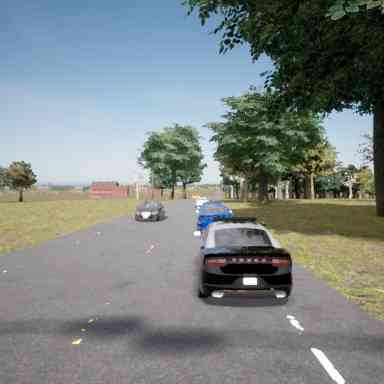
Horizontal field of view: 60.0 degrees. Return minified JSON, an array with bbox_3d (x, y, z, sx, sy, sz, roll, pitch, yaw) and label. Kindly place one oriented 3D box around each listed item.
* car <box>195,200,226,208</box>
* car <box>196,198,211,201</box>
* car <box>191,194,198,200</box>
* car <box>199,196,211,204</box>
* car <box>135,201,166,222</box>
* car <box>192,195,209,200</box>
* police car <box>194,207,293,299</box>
[{"bbox_3d":[1.253,1.458,18.491,1.882,1.535,5.008,0,0,1],"label":"car"},{"bbox_3d":[1.419,1.477,24.465,1.837,1.490,4.892,0,0,2],"label":"car"},{"bbox_3d":[0.952,1.340,84.244,1.882,1.535,5.008,0,0,5],"label":"car"},{"bbox_3d":[2.456,1.510,61.276,1.895,1.301,4.718,0,0,5],"label":"car"},{"bbox_3d":[-3.163,1.458,25.845,2.128,1.511,4.902,0,0,2],"label":"car"},{"bbox_3d":[1.451,1.462,46.215,1.812,1.442,4.674,0,0,4],"label":"car"},{"bbox_3d":[1.085,1.419,8.639,1.930,1.638,5.238,0,0,1],"label":"police car"}]
